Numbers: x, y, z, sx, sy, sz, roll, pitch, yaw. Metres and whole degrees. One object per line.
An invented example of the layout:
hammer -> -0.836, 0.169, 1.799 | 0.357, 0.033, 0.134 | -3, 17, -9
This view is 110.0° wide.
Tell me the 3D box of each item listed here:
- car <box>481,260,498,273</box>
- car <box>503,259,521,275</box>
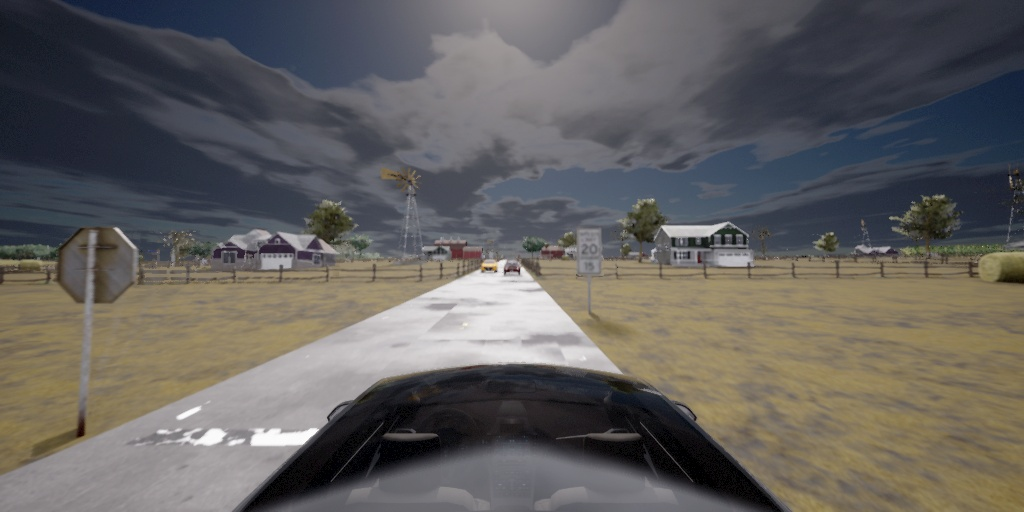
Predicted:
car -> -2.743, 1.216, 44.299 | 1.882, 1.535, 5.008 | 0, 0, 0
car -> 0.006, 1.340, 39.732 | 1.895, 1.301, 4.718 | 0, 0, 0
